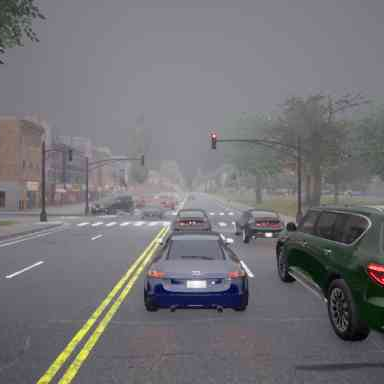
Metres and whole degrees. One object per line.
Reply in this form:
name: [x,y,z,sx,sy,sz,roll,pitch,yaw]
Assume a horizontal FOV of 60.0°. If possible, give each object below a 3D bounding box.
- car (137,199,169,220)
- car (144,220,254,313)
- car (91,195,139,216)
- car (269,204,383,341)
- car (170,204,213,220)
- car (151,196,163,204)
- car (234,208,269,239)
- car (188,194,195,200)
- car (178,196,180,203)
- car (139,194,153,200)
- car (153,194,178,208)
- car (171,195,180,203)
car: [-3.407,1.640,29.636,1.837,1.490,4.892,0,0,0]
car: [0.065,1.583,7.787,1.994,1.385,4.181,0,0,0]
car: [-8.235,1.367,35.174,2.150,2.045,5.566,0,0,22]
car: [3.314,1.235,6.641,2.150,2.045,5.566,0,0,0]
car: [0.008,1.582,16.675,1.837,1.490,4.892,0,0,1]
car: [-6.681,1.485,63.500,1.812,1.442,4.674,0,0,0]
car: [3.262,1.581,16.503,1.837,1.490,4.892,0,0,0]
car: [-0.167,1.304,84.399,2.128,1.511,4.902,0,0,0]
car: [-3.445,1.374,56.684,2.097,1.767,4.553,0,0,0]
car: [-6.686,1.303,48.876,2.150,2.045,5.566,0,1,0]
car: [-3.432,1.333,44.312,2.150,2.045,5.566,0,0,0]
car: [-3.389,1.432,69.477,1.812,1.442,4.674,0,0,0]
